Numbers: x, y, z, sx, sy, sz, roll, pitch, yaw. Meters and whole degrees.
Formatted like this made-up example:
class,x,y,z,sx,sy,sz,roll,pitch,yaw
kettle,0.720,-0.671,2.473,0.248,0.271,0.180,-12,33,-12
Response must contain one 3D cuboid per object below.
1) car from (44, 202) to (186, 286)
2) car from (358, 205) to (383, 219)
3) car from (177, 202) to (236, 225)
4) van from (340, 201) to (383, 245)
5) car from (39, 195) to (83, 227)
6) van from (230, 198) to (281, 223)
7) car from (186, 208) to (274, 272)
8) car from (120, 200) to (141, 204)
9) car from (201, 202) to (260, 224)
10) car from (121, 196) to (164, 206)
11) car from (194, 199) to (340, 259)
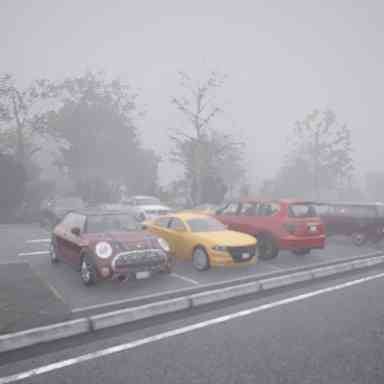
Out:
class,x,y,z,sx,sy,sz,roll,pitch,yaw
car,-2.445,1.316,9.457,2.185,1.767,4.553,1,-1,-36
car,25.022,2.669,44.373,2.185,1.767,4.553,3,-2,-35
car,1.059,1.690,27.330,1.946,1.575,5.366,2,-1,-36
van,7.342,1.441,16.651,1.878,1.987,4.442,2,-1,-36
car,-7.868,1.223,20.609,2.435,2.045,5.566,1,-1,-36
van,5.667,1.617,30.275,1.878,1.987,4.442,2,-1,-36
car,0.024,1.489,11.219,2.097,1.535,5.008,1,-1,-36
car,-5.725,1.518,22.194,2.231,1.521,4.892,1,-1,-36
car,3.218,1.760,28.884,1.946,1.575,5.366,2,-1,-36
car,-3.450,1.313,23.820,2.435,2.045,5.566,1,-1,-36
car,2.373,1.283,12.957,2.435,2.045,5.566,1,-1,-36
